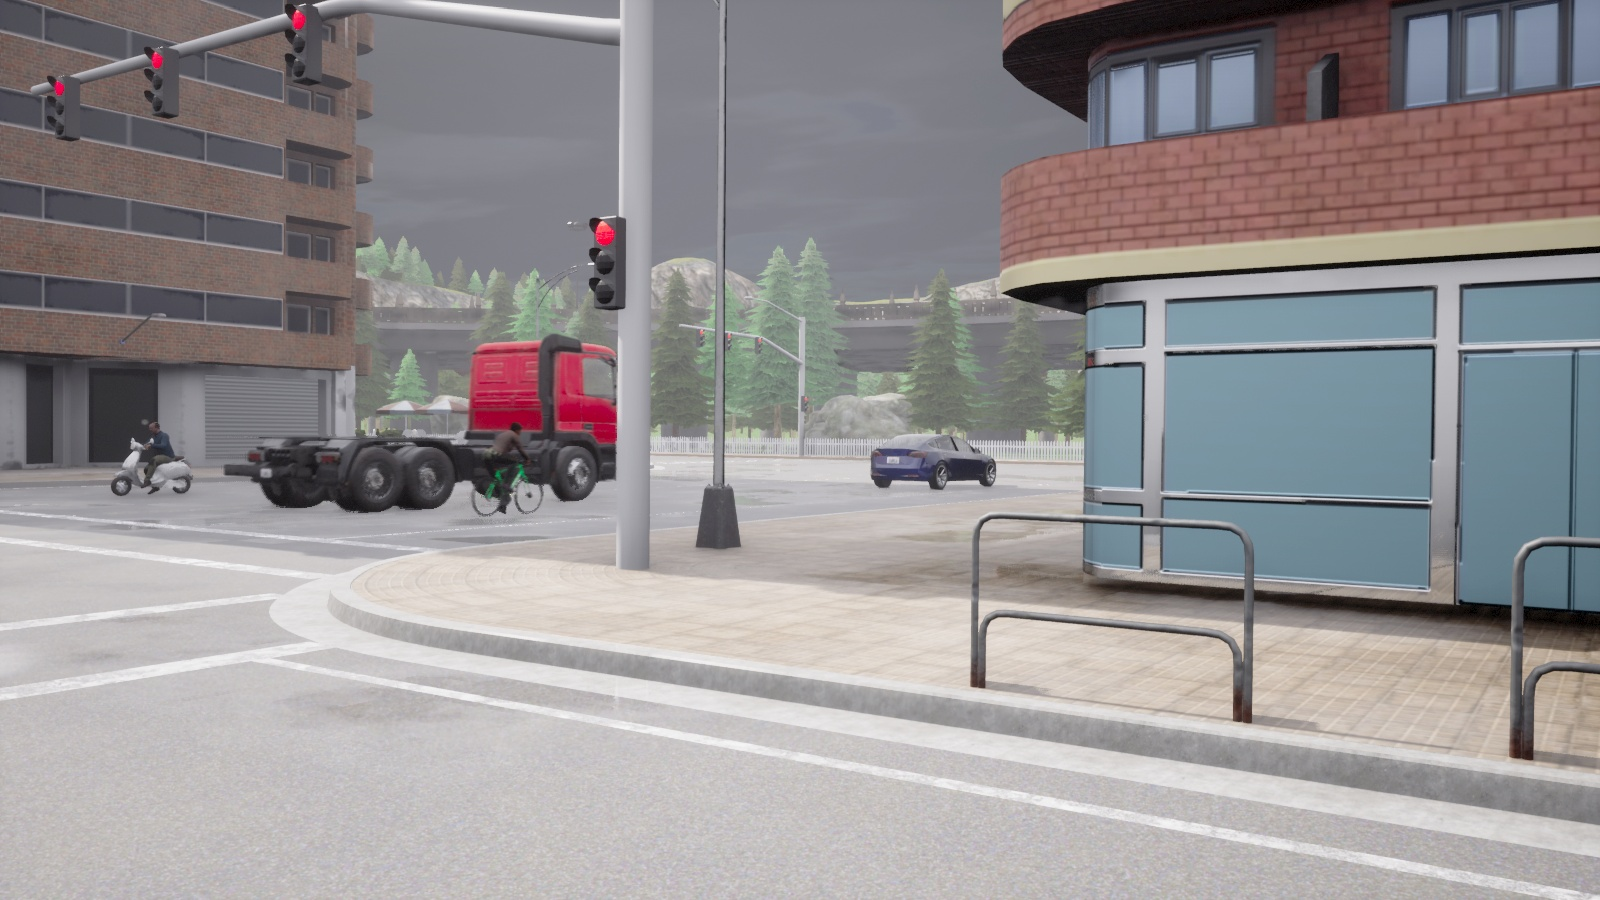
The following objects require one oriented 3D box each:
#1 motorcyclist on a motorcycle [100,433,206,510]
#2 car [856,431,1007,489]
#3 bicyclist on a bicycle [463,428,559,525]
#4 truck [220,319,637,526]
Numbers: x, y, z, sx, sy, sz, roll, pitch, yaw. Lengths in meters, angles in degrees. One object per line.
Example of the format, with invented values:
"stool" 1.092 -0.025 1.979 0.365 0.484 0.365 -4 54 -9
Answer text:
"motorcyclist on a motorcycle" -14.009 0.440 27.231 0.866 1.590 1.817 0 1 34
"car" 3.731 0.222 34.811 2.163 1.488 4.792 0 1 34
"bicyclist on a bicycle" -4.998 0.432 21.815 0.582 1.620 1.656 0 1 34
"truck" -7.005 -0.530 25.105 2.891 3.462 7.936 0 1 34
